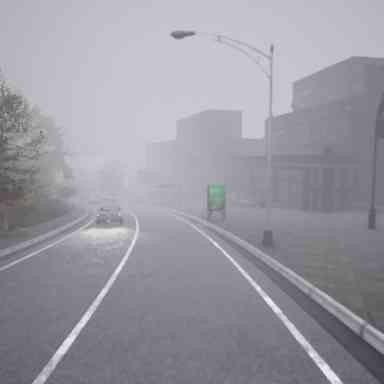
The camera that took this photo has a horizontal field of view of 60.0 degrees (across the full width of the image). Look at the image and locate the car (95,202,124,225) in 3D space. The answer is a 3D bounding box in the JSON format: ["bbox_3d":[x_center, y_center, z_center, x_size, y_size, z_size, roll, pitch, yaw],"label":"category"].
[{"bbox_3d":[-6.016,1.647,24.619,1.895,1.301,4.718,-1,0,-11],"label":"car"}]

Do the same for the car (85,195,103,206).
[{"bbox_3d":[-18.888,1.825,63.857,1.812,1.442,4.674,-3,1,-24],"label":"car"}]

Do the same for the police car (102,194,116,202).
[{"bbox_3d":[-17.908,1.606,72.908,1.930,1.638,5.238,-3,1,-24],"label":"police car"}]

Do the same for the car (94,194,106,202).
[{"bbox_3d":[-24.366,1.544,87.537,2.150,2.045,5.566,-3,1,-24],"label":"car"}]
